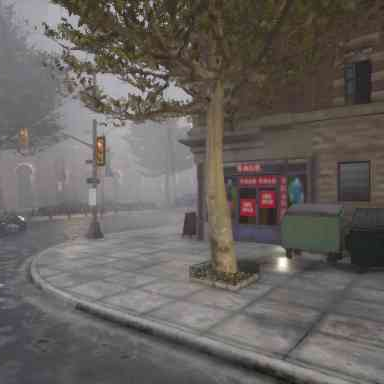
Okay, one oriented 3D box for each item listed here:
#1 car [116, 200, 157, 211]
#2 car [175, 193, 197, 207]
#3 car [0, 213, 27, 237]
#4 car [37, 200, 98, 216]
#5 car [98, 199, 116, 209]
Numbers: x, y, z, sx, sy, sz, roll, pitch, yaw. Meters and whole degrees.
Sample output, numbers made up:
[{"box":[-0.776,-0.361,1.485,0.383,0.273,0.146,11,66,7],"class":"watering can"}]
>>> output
[{"box":[-6.600,1.601,41.234,1.895,1.301,4.718,0,0,36],"class":"car"},{"box":[-0.258,1.221,49.902,2.150,2.045,5.566,0,0,36],"class":"car"},{"box":[-10.688,1.352,16.362,2.097,1.767,4.553,0,0,45],"class":"car"},{"box":[-12.499,1.547,33.152,2.033,1.411,5.357,0,0,36],"class":"car"},{"box":[-11.998,1.595,45.119,1.895,1.301,4.718,0,0,36],"class":"car"}]
